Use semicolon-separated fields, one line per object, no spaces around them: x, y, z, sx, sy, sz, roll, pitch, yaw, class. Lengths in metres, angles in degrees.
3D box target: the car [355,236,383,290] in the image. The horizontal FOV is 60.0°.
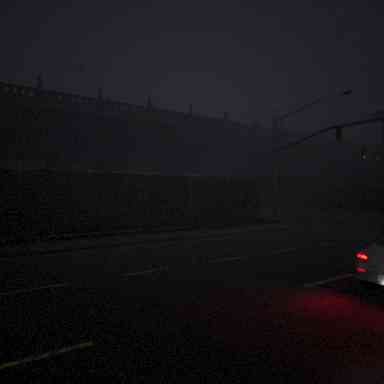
5.688;1.540;7.847;4.674;1.442;1.812;0;0;-35;car
